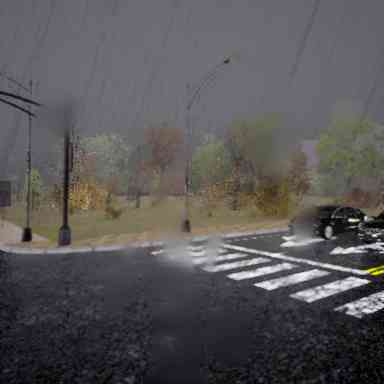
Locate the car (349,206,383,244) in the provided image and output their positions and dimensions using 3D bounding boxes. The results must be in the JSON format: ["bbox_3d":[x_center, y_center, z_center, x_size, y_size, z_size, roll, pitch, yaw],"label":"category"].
[{"bbox_3d":[9.013,1.400,14.053,4.892,1.490,1.837,0,0,-33],"label":"car"}]

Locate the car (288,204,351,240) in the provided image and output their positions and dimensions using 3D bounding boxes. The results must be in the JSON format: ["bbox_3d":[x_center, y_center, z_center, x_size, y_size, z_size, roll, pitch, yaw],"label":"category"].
[{"bbox_3d":[6.824,1.402,16.520,4.892,1.490,1.837,-1,0,-35],"label":"car"}]
